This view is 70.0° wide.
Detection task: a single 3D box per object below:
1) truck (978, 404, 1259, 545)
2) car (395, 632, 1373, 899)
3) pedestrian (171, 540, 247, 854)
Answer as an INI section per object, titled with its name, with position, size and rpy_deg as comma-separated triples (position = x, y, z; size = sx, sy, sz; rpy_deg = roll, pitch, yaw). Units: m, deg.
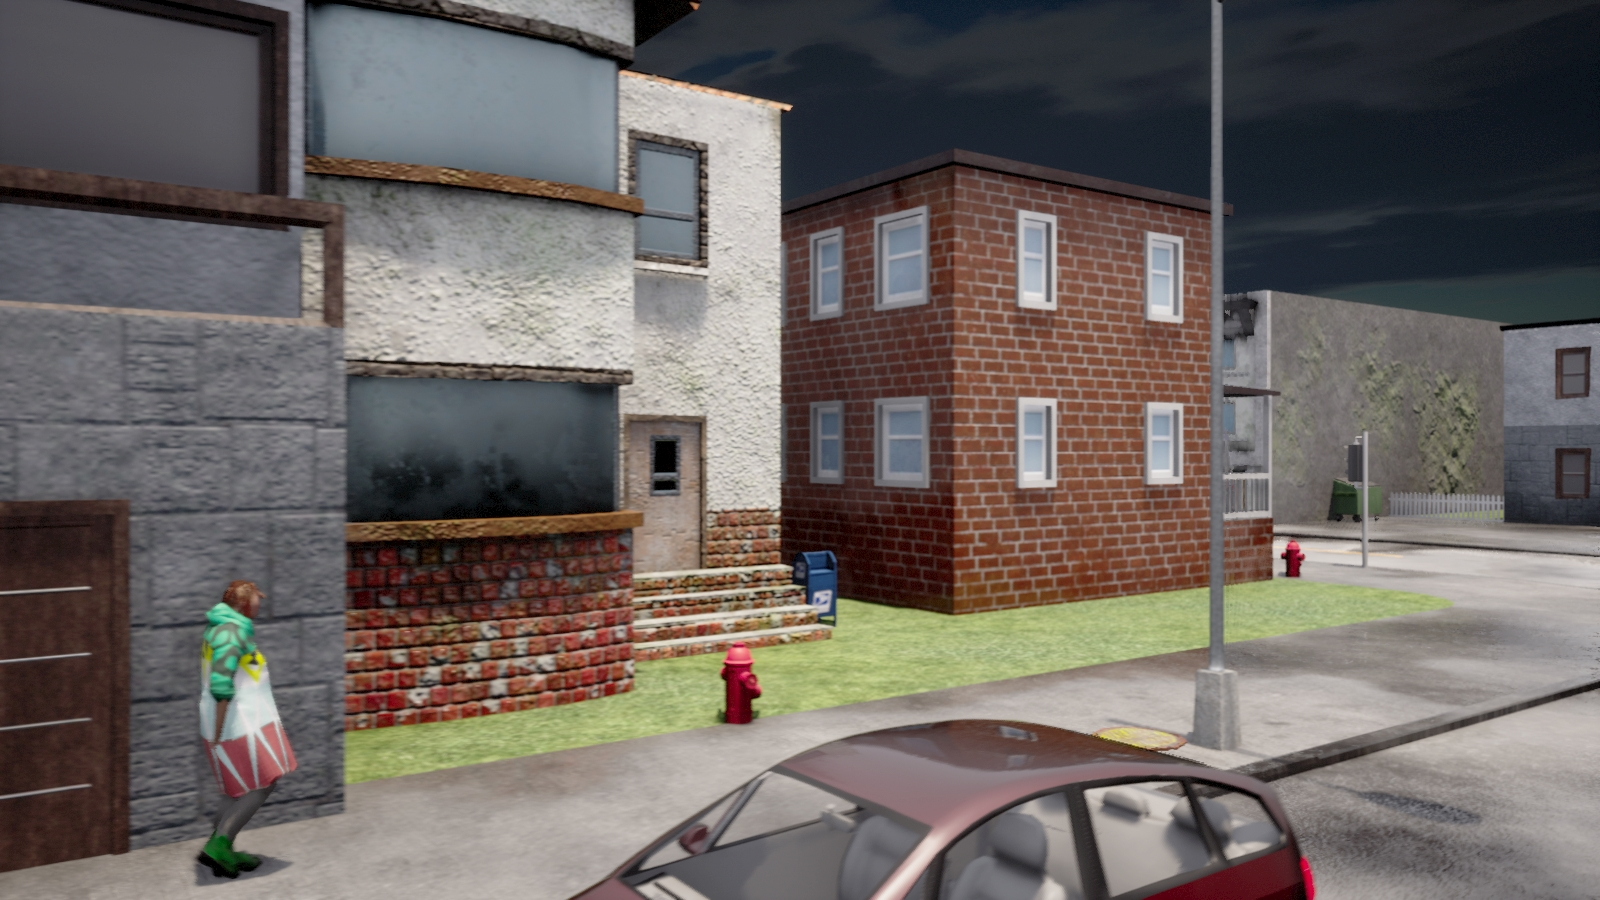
[truck]
position = 9.530, 0.671, 35.367
size = 2.891, 3.827, 8.468
rpy_deg = 0, 0, -35
[car]
position = 0.483, 1.806, 4.691
size = 3.705, 1.549, 1.789
rpy_deg = 0, 0, -35
[pedestrian]
position = -3.718, 1.516, 7.185
size = 0.375, 1.860, 0.375
rpy_deg = 0, 0, -35
